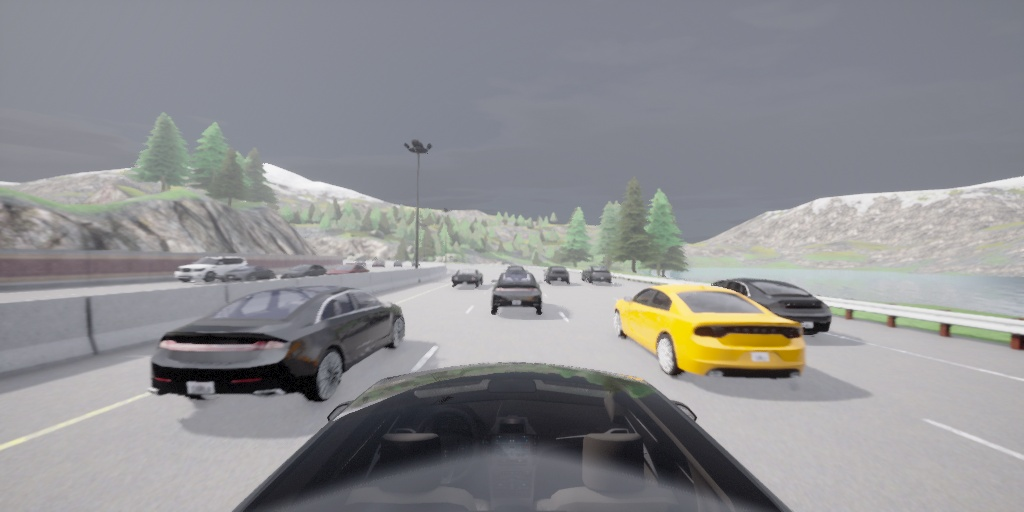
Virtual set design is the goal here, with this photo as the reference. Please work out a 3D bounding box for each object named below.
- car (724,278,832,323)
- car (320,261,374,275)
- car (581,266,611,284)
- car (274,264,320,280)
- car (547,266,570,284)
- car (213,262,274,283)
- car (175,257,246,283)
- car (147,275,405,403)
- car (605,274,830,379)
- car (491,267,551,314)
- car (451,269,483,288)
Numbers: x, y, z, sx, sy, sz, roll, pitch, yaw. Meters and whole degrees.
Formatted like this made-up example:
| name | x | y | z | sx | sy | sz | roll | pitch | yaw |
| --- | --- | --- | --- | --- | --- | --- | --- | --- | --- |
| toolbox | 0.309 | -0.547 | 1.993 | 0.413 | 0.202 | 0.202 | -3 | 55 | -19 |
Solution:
| name | x | y | z | sx | sy | sz | roll | pitch | yaw |
| --- | --- | --- | --- | --- | --- | --- | --- | --- | --- |
| car | 7.150 | 1.426 | 11.082 | 1.837 | 1.490 | 4.892 | 1 | 0 | 1 |
| car | -13.929 | 1.425 | 30.630 | 1.882 | 1.535 | 5.008 | 1 | -1 | 0 |
| car | 7.298 | 1.641 | 31.437 | 2.128 | 1.511 | 4.902 | 1 | -1 | 0 |
| car | -17.425 | 1.419 | 30.429 | 1.837 | 1.490 | 4.892 | 1 | -1 | 0 |
| car | 3.797 | 1.620 | 31.095 | 1.837 | 1.490 | 4.892 | 1 | 0 | 0 |
| car | -20.932 | 1.426 | 28.657 | 1.994 | 1.385 | 4.181 | 1 | -1 | 0 |
| car | -24.406 | 1.061 | 29.559 | 2.150 | 2.045 | 5.566 | 1 | 0 | 0 |
| car | -3.402 | 1.264 | 6.384 | 2.128 | 1.511 | 4.902 | 1 | -1 | 1 |
| car | 3.614 | 1.327 | 7.652 | 1.882 | 1.535 | 5.008 | 1 | -1 | 1 |
| car | 0.184 | 1.388 | 14.564 | 2.128 | 1.511 | 4.902 | 1 | -1 | 1 |
| car | -3.218 | 1.603 | 26.817 | 1.895 | 1.301 | 4.718 | 1 | -1 | 1 |
